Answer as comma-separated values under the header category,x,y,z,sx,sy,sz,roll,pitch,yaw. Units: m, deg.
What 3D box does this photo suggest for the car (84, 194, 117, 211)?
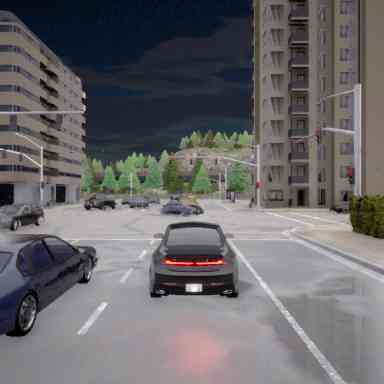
category,x,y,z,sx,sy,sz,roll,pitch,yaw
car,-11.236,1.223,41.351,2.150,2.045,5.566,1,0,10

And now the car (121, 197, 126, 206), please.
category,x,y,z,sx,sy,sz,roll,pitch,yaw
car,-10.681,1.564,56.179,1.994,1.385,4.181,0,0,0

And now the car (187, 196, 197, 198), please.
category,x,y,z,sx,sy,sz,roll,pitch,yaw
car,-0.037,1.477,70.059,1.882,1.535,5.008,0,0,0

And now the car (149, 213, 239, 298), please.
category,x,y,z,sx,sy,sz,roll,pitch,yaw
car,0.049,1.505,8.505,1.837,1.490,4.892,0,0,0

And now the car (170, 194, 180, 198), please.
category,x,y,z,sx,sy,sz,roll,pitch,yaw
car,-3.625,1.194,72.963,2.097,1.767,4.553,0,0,0

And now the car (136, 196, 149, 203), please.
category,x,y,z,sx,sy,sz,roll,pitch,yaw
car,-10.622,1.529,71.472,2.033,1.411,5.357,0,0,0

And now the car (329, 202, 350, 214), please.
category,x,y,z,sx,sy,sz,roll,pitch,yaw
car,17.286,1.547,34.639,5.357,1.411,2.033,0,0,0

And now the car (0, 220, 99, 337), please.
category,x,y,z,sx,sy,sz,roll,pitch,yaw
car,-3.461,1.547,6.576,2.033,1.411,5.357,0,0,0

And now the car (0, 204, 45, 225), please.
category,x,y,z,sx,sy,sz,roll,pitch,yaw
car,-10.634,1.491,20.028,2.128,1.511,4.902,0,0,0

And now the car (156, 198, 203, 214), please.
category,x,y,z,sx,sy,sz,roll,pitch,yaw
car,-0.982,1.564,31.415,4.181,1.385,1.994,0,0,38

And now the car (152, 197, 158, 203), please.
category,x,y,z,sx,sy,sz,roll,pitch,yaw
car,-7.171,1.564,62.145,1.994,1.385,4.181,0,0,0

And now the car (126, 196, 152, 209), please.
category,x,y,z,sx,sy,sz,roll,pitch,yaw
car,-7.175,1.352,45.222,2.097,1.767,4.553,0,0,0
